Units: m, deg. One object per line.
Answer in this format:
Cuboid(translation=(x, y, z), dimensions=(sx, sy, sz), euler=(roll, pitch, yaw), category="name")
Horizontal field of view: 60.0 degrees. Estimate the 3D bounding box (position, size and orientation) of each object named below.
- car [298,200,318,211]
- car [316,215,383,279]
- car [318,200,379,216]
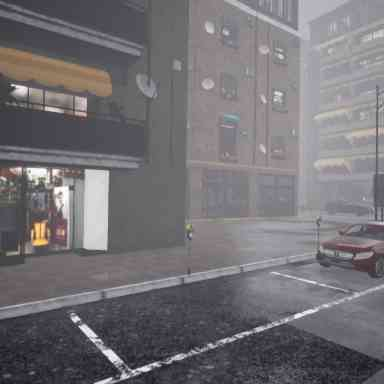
Cuboid(translation=(15.272, 1.707, 40.731), dimensions=(1.752, 1.417, 4.829), euler=(1, -1, -36), category="car")
Cuboid(translation=(5.543, 1.588, 10.100), dimensions=(4.206, 1.307, 1.802), euler=(0, 1, -36), category="car")
Cuboid(translation=(15.073, 1.535, 31.737), dimensions=(2.128, 1.511, 4.902), euler=(1, -1, -36), category="car")
